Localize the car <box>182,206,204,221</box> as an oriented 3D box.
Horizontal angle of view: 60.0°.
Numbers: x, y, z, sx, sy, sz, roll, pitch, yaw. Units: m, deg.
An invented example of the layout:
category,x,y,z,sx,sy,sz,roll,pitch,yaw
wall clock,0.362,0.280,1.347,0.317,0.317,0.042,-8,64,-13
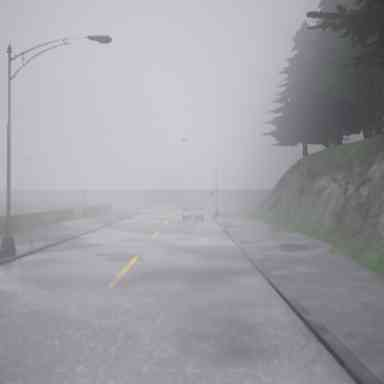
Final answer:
category,x,y,z,sx,sy,sz,roll,pitch,yaw
car,0.097,1.880,30.085,1.895,1.301,4.718,0,-1,0
